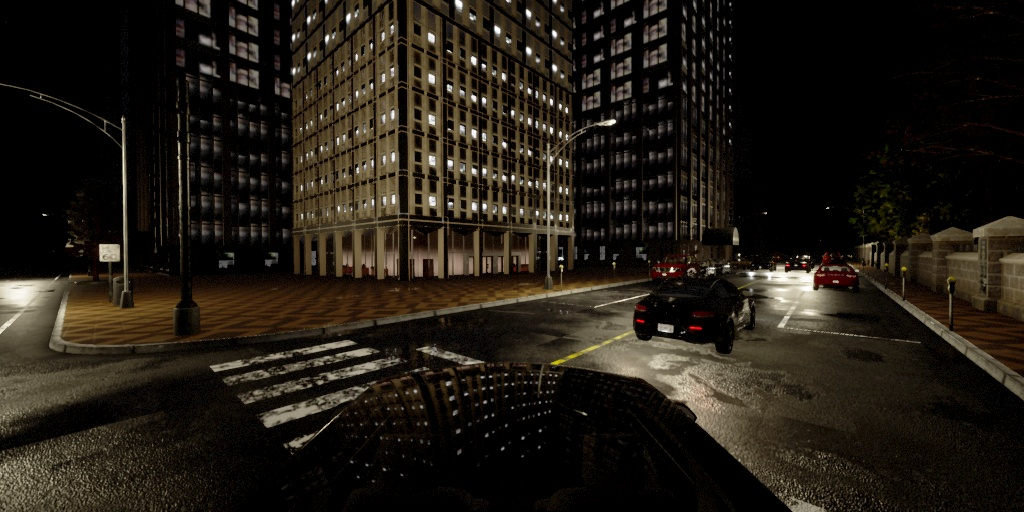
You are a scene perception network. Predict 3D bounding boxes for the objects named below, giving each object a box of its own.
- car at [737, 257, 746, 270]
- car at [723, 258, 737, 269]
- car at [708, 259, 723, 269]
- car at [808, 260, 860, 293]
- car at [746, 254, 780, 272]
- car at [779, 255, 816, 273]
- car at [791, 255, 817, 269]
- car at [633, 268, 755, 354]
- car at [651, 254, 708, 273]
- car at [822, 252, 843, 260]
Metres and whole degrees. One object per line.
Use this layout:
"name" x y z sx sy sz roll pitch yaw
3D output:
"car" 25.685 0.795 40.504 1.751 1.417 4.829 0 0 42
"car" 18.458 0.936 32.366 2.007 1.370 4.403 0 0 42
"car" 14.787 0.992 28.233 2.007 1.370 4.403 0 0 42
"car" 17.008 1.077 18.868 1.888 1.381 4.507 0 0 42
"car" 25.810 0.815 36.776 1.837 1.490 4.892 0 1 42
"car" 27.388 0.878 34.307 2.033 1.411 5.357 0 1 42
"car" 34.450 0.709 42.301 2.128 1.511 4.902 0 1 42
"car" 4.492 1.205 8.634 1.812 1.442 4.674 0 1 42
"car" 11.116 0.813 24.101 2.192 1.841 5.009 0 0 42
"car" 42.702 0.441 47.795 2.192 1.841 5.009 0 0 42
